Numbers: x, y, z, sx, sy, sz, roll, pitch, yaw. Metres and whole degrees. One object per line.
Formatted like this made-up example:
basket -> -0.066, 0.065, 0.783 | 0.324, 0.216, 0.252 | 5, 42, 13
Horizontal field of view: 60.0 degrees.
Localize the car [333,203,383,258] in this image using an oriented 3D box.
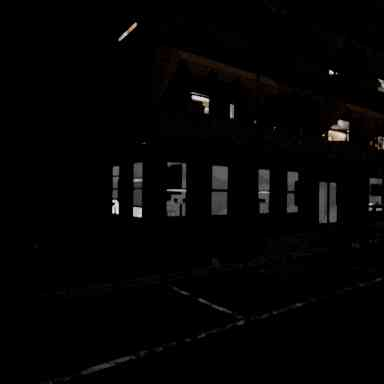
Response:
car -> 7.023, 1.316, 11.578 | 5.009, 1.841, 2.192 | 0, 1, -36
